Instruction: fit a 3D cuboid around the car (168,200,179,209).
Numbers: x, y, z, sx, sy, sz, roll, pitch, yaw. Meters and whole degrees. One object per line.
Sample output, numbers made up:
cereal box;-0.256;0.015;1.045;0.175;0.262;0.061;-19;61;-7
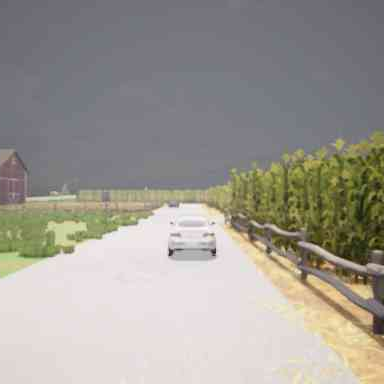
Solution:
car;-3.185;2.188;58.652;2.033;1.411;5.357;0;-1;1

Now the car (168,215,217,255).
car;0.020;1.678;13.882;1.812;1.442;4.674;0;0;0
